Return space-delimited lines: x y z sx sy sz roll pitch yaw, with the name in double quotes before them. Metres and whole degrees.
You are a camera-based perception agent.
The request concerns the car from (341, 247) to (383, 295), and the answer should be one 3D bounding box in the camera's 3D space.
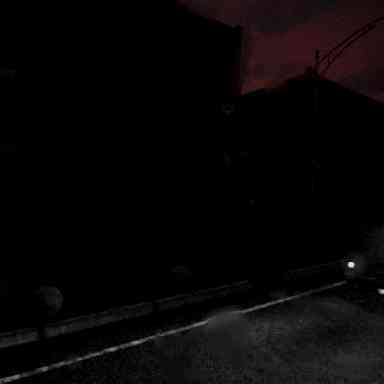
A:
"car" 5.496 1.612 7.642 4.718 1.301 1.895 0 0 -36
